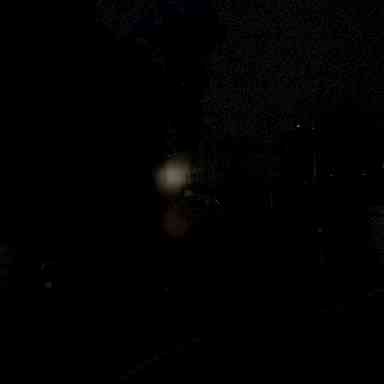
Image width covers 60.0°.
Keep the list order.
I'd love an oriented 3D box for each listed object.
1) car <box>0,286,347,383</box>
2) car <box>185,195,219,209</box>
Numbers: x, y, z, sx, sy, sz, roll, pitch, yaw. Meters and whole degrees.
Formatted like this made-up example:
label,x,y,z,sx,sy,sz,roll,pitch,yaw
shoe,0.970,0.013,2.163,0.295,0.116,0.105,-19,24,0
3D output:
label,x,y,z,sx,sy,sz,roll,pitch,yaw
car,-0.623,1.556,2.358,4.313,1.339,1.947,-1,1,-35
car,1.176,1.123,38.923,2.097,1.767,4.553,0,0,-35
